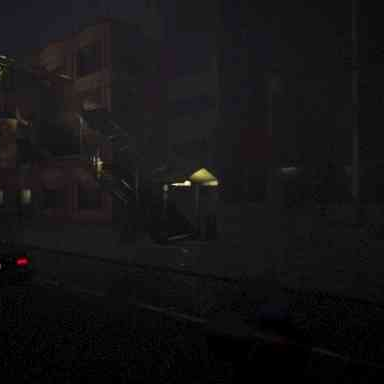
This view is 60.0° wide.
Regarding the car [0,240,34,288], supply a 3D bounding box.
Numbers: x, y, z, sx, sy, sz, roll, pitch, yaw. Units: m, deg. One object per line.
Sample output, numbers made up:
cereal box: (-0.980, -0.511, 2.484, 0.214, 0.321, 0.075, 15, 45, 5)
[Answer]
car: (-6.162, 1.643, 8.385, 5.357, 1.411, 2.033, -1, 0, 35)
